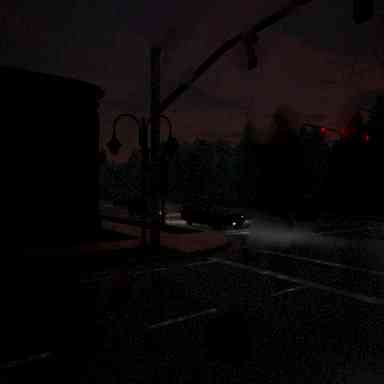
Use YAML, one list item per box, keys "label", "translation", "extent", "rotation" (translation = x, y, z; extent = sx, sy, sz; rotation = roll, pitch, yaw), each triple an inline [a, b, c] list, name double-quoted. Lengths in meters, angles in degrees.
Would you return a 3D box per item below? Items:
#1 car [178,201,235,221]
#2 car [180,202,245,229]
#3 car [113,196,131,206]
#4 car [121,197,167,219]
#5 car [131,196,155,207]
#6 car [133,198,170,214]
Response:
- label: "car"
  translation: [1.084, 1.547, 28.264]
  extent: [2.033, 1.411, 5.357]
  rotation: [0, 0, -35]
- label: "car"
  translation: [1.287, 1.601, 21.875]
  extent: [1.895, 1.301, 4.718]
  rotation: [0, 0, -35]
- label: "car"
  translation: [-10.561, 1.352, 51.316]
  extent: [2.097, 1.767, 4.553]
  rotation: [0, 0, -35]
- label: "car"
  translation: [-4.053, 1.492, 29.513]
  extent: [2.128, 1.511, 4.902]
  rotation: [0, 0, -35]
- label: "car"
  translation: [-7.997, 1.505, 53.761]
  extent: [1.837, 1.490, 4.892]
  rotation: [0, 0, -35]
- label: "car"
  translation: [-4.532, 1.478, 36.337]
  extent: [1.882, 1.535, 5.008]
  rotation: [0, 0, -34]
